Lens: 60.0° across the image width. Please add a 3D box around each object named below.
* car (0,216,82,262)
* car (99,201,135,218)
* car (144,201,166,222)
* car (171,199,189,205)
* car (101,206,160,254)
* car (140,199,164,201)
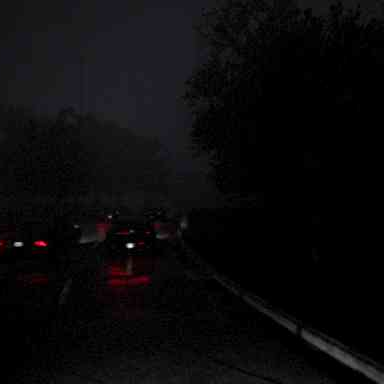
[{"bbox_3d":[-5.531,1.615,12.431,2.033,1.411,5.357,0,0,-8],"label":"car"},{"bbox_3d":[-6.412,1.692,28.353,1.895,1.301,4.718,0,0,0],"label":"car"},{"bbox_3d":[-3.221,1.690,28.470,1.895,1.301,4.718,0,0,-1],"label":"car"},{"bbox_3d":[-2.783,2.267,75.017,4.181,1.385,1.994,-1,-1,38],"label":"car"},{"bbox_3d":[-2.411,1.578,13.928,1.837,1.490,4.892,0,1,-7],"label":"car"},{"bbox_3d":[-8.499,2.286,74.964,4.902,1.511,2.128,-1,-1,27],"label":"car"}]
